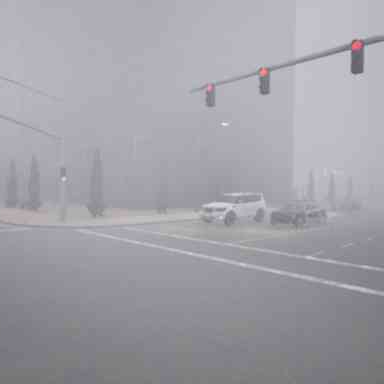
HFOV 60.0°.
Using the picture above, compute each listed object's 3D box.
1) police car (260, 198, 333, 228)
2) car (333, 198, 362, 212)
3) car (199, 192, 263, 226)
[{"bbox_3d":[6.943,1.340,21.704,5.238,1.638,1.930,0,1,-44],"label":"police car"},{"bbox_3d":[17.140,1.381,36.742,4.902,1.511,2.128,0,1,-44],"label":"car"},{"bbox_3d":[2.938,1.073,22.812,5.566,2.045,2.150,-1,2,-44],"label":"car"}]
